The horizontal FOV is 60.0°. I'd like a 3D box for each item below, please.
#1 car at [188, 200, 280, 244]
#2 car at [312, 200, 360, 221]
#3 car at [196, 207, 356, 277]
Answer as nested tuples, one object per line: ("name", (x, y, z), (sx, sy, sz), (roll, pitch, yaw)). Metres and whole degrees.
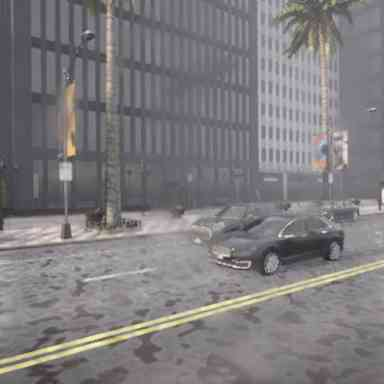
("car", (2.062, 1.264, 13.971), (4.553, 1.767, 2.097), (-1, 0, -35))
("car", (9.687, 1.290, 22.973), (4.892, 1.521, 2.231), (-1, 0, -35))
("car", (2.730, 1.432, 10.164), (4.892, 1.490, 1.837), (-1, 0, -35))
